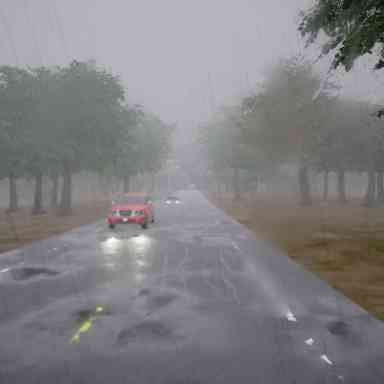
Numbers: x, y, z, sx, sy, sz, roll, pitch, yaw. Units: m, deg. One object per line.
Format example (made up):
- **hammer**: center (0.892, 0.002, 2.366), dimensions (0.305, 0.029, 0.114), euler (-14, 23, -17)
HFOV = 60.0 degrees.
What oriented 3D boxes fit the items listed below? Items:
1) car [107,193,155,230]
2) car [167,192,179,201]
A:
- **car**: center (-3.598, 1.106, 20.666), dimensions (2.150, 2.045, 5.566), euler (0, 0, 0)
- **car**: center (-3.522, 0.766, 62.809), dimensions (2.097, 1.767, 4.553), euler (0, 1, 0)
